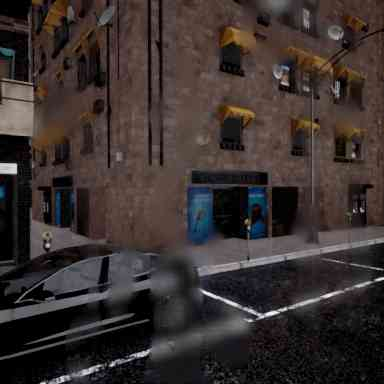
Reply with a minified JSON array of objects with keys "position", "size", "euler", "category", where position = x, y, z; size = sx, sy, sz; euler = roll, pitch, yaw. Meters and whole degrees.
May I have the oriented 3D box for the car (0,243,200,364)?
[{"position":[-1.852,1.566,5.244],"size":[4.313,1.339,1.947],"euler":[0,0,-36],"category":"car"}]
